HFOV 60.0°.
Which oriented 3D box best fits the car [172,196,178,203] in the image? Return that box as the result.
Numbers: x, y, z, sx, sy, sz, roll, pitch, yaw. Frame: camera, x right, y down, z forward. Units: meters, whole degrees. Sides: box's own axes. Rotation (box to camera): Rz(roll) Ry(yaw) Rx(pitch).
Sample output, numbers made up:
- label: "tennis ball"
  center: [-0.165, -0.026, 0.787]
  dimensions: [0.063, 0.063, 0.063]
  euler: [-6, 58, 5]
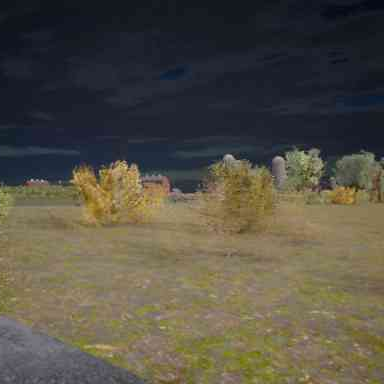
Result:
- label: "car"
  center: [-2.371, 1.606, 74.146]
  dimensions: [1.837, 1.490, 4.892]
  euler: [-1, -1, 36]
